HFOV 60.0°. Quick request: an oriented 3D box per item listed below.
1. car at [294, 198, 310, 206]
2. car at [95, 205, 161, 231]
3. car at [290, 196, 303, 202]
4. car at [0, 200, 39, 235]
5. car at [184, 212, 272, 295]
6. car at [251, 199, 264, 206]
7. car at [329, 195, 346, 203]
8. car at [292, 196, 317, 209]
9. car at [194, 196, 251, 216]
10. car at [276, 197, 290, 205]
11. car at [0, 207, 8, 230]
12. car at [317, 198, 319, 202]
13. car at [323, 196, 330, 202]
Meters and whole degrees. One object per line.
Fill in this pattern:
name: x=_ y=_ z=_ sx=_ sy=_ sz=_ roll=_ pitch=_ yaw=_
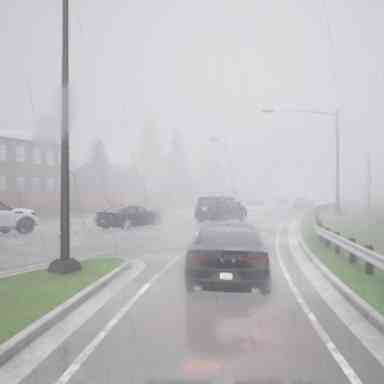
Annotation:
car: x=20.760 y=1.842 z=62.736 sx=1.994 sy=1.385 sz=4.181 roll=0 pitch=0 yaw=31
car: x=-3.985 y=1.569 z=21.711 sx=1.882 sy=1.535 sz=5.008 roll=0 pitch=0 yaw=31
car: x=27.736 y=1.915 z=88.047 sx=2.128 sy=1.511 sz=4.902 roll=0 pitch=0 yaw=31
car: x=-10.830 y=1.292 z=17.149 sx=2.150 sy=2.045 sz=5.566 roll=0 pitch=0 yaw=31
car: x=1.011 y=1.517 z=8.972 sx=1.882 sy=1.535 sz=5.008 roll=0 pitch=0 yaw=8
car: x=11.835 y=1.869 z=61.490 sx=1.895 sy=1.301 sz=4.718 roll=0 pitch=0 yaw=31
car: x=34.558 y=1.904 z=79.027 sx=1.994 sy=1.385 sz=4.181 roll=0 pitch=0 yaw=31
car: x=16.328 y=1.567 z=48.493 sx=2.097 sy=1.767 sz=4.553 roll=0 pitch=0 yaw=30
car: x=2.259 y=1.333 z=25.288 sx=2.150 sy=2.045 sz=5.566 roll=0 pitch=0 yaw=31
car: x=17.612 y=1.787 z=64.295 sx=1.837 sy=1.490 sz=4.892 roll=0 pitch=-1 yaw=31
car: x=-13.472 y=1.642 z=19.549 sx=1.994 sy=1.385 sz=4.181 roll=0 pitch=0 yaw=31
car: x=32.885 y=1.877 z=89.807 sx=1.882 sy=1.535 sz=5.008 roll=0 pitch=0 yaw=31
car: x=35.882 y=1.918 z=87.999 sx=2.128 sy=1.511 sz=4.902 roll=0 pitch=0 yaw=31
